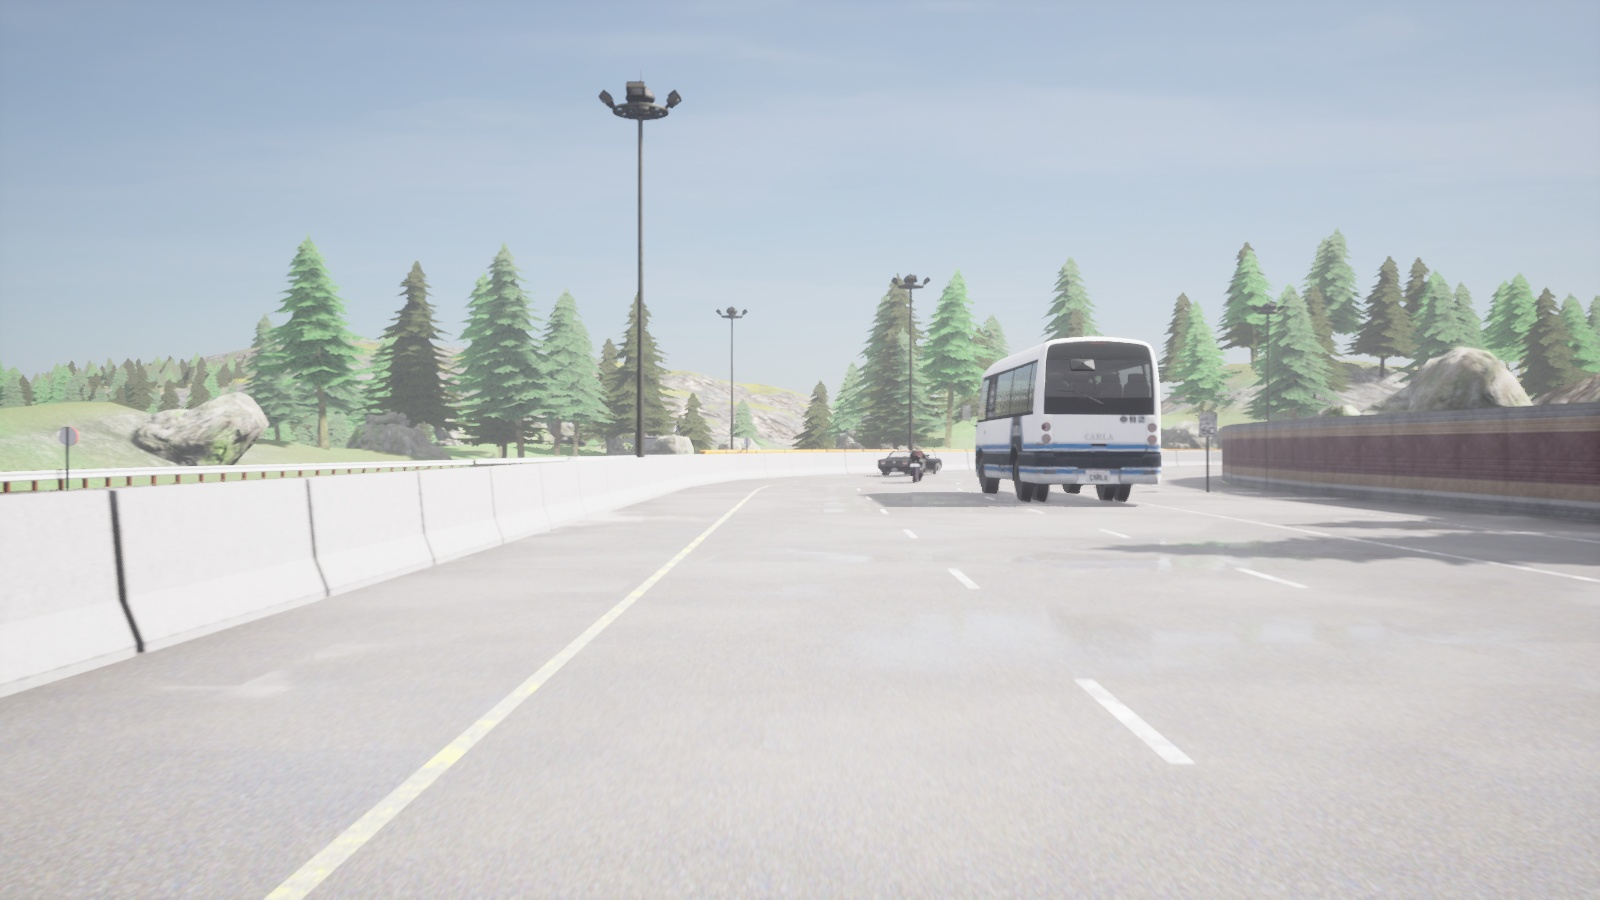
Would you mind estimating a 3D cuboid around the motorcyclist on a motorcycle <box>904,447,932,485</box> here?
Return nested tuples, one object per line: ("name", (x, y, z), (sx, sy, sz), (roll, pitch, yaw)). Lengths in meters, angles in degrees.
("motorcyclist on a motorcycle", (4.941, 0.648, 52.371), (0.866, 1.530, 2.191), (1, 0, 13))

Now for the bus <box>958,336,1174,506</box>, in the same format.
("bus", (7.373, -0.721, 36.871), (3.944, 4.253, 10.273), (0, 0, -1))

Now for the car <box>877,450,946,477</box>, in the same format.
("car", (5.744, 0.680, 64.349), (1.895, 1.301, 4.718), (0, 0, 27))
